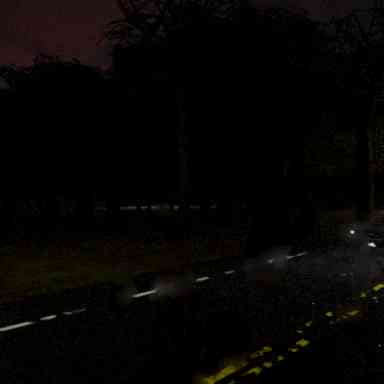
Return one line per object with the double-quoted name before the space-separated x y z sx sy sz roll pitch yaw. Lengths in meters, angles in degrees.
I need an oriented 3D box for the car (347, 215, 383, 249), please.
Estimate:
"car" 8.169 1.592 13.428 4.718 1.301 1.895 0 0 -40
